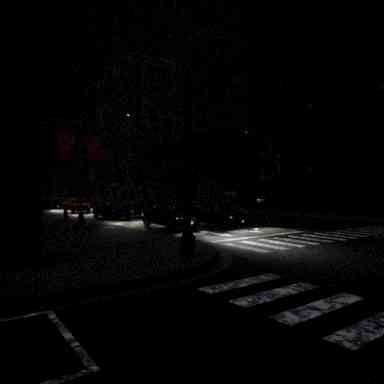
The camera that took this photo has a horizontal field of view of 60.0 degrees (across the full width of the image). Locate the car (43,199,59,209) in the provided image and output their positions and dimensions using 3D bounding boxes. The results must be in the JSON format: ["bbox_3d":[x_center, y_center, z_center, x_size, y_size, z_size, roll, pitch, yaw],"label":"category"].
[{"bbox_3d":[-18.382,1.535,44.322,1.895,1.301,4.718,0,0,-35],"label":"car"}]

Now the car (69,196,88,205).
[{"bbox_3d":[-19.613,1.414,57.402,1.837,1.490,4.892,0,1,-36],"label":"car"}]

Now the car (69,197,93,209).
[{"bbox_3d":[-15.260,1.457,45.541,1.812,1.442,4.674,0,0,-35],"label":"car"}]

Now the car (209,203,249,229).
[{"bbox_3d":[1.663,1.500,21.995,1.812,1.442,4.674,0,0,-37],"label":"car"}]

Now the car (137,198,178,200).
[{"bbox_3d":[-3.578,1.313,29.243,2.097,1.767,4.553,0,0,-36],"label":"car"}]

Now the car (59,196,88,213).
[{"bbox_3d":[-12.623,1.426,36.249,1.882,1.535,5.008,0,0,-35],"label":"car"}]

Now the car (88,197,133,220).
[{"bbox_3d":[-6.851,1.441,28.227,1.882,1.535,5.008,0,0,-36],"label":"car"}]

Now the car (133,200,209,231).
[{"bbox_3d":[-1.434,1.469,20.704,2.128,1.511,4.902,0,0,-36],"label":"car"}]
